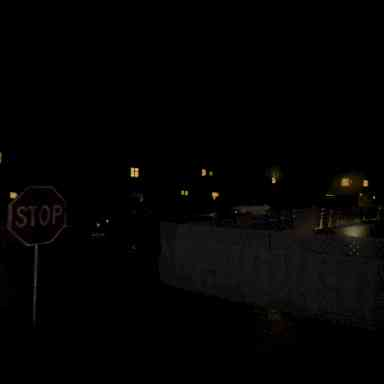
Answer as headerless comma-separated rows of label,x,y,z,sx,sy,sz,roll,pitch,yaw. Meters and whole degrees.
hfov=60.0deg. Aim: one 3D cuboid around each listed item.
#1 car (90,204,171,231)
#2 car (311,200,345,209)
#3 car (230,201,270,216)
car,-3.670,1.497,21.045,2.033,1.411,5.357,4,2,39
car,17.197,1.707,41.758,5.357,1.411,2.033,1,2,-38
car,5.593,1.552,31.408,4.674,1.442,1.812,1,2,-45
